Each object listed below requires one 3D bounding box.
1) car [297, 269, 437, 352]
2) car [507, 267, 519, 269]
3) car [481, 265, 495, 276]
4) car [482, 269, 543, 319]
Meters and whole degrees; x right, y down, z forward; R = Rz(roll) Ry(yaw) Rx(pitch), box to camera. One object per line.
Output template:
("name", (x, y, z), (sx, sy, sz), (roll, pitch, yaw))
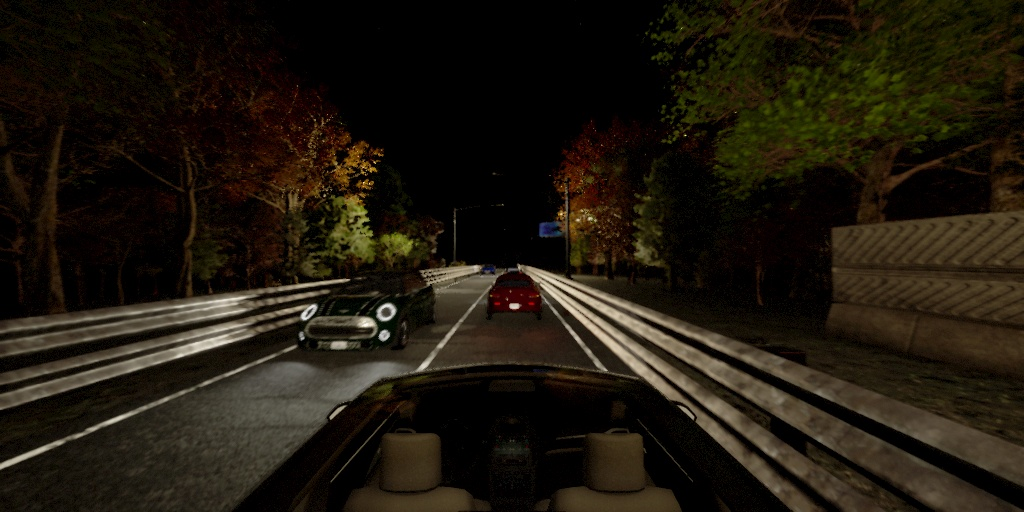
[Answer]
("car", (-3.348, 1.160, 9.189), (2.097, 1.767, 4.553), (0, -1, 0))
("car", (0.100, 1.750, 35.384), (1.994, 1.385, 4.181), (0, -1, 0))
("car", (-3.319, 2.001, 50.573), (1.812, 1.442, 4.674), (0, -1, 0))
("car", (0.084, 1.373, 13.129), (1.812, 1.442, 4.674), (0, -1, 0))
